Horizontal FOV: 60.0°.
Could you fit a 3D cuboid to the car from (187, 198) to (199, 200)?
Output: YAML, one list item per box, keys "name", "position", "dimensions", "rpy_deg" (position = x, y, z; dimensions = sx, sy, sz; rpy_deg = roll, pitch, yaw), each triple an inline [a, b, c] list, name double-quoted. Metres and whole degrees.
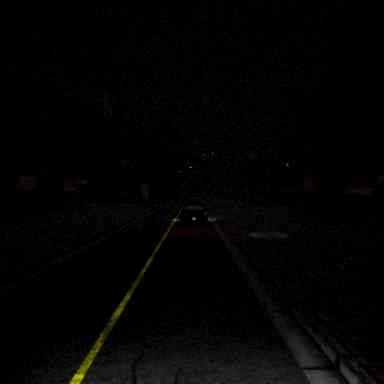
- name: "car"
  position: [0.122, 1.480, 40.581]
  dimensions: [1.837, 1.490, 4.892]
  rpy_deg: [0, 0, 0]

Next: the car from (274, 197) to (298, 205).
- name: "car"
  position: [17.299, 1.640, 61.231]
  dimensions: [4.097, 1.590, 1.967]
  rpy_deg: [1, 0, 0]

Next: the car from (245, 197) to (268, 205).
- name: "car"
  position: [11.865, 1.579, 61.234]
  dimensions: [4.097, 1.590, 1.967]
  rpy_deg: [1, 0, 0]

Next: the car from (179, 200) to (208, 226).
- name: "car"
  position: [0.109, 1.499, 22.970]
  dimensions: [1.812, 1.442, 4.674]
  rpy_deg: [0, 0, 0]
